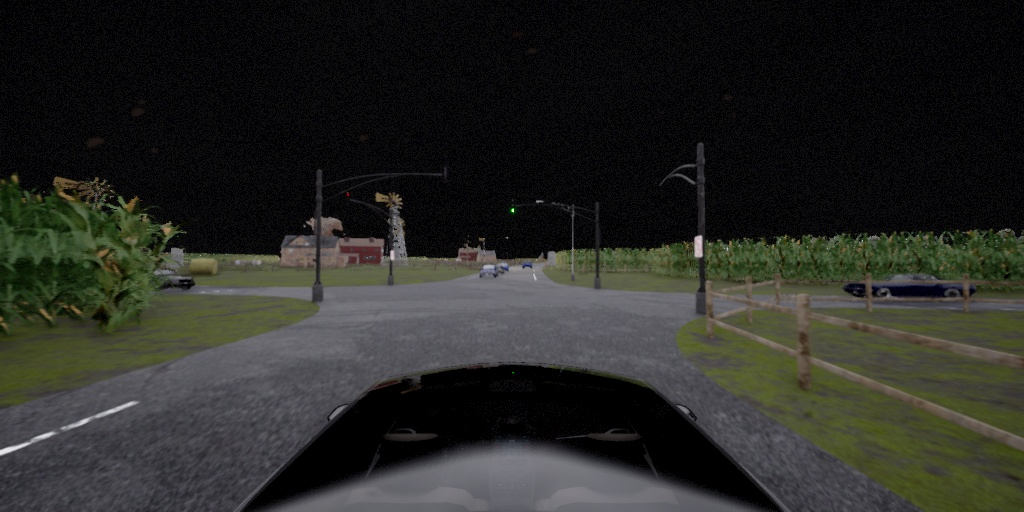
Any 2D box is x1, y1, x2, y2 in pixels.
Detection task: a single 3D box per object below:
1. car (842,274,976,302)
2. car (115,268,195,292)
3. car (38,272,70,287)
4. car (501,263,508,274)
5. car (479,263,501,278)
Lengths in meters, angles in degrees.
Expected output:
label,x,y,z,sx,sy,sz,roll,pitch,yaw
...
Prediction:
label,x,y,z,sx,sy,sz,roll,pitch,yaw
car,20.348,1.614,18.642,4.718,1.301,1.895,0,-1,9
car,-23.018,1.471,23.062,4.892,1.490,1.837,0,-1,9
car,-32.852,1.465,24.690,4.902,1.511,2.128,0,-1,9
car,-2.155,1.925,51.942,1.994,1.385,4.181,0,-1,4
car,-2.668,1.769,41.935,1.812,1.442,4.674,0,-1,3
